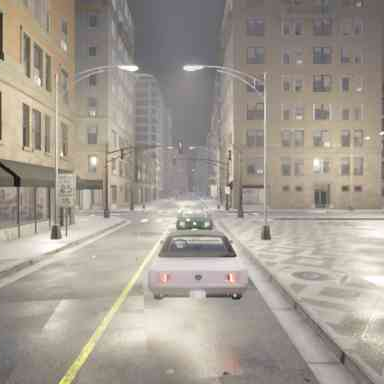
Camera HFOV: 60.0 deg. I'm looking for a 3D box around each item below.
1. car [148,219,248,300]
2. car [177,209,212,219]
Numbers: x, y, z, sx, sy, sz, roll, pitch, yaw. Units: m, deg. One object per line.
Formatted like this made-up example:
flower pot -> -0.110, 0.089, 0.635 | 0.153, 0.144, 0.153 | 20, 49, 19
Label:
car -> 0.115, 1.600, 8.354 | 1.895, 1.301, 4.718 | 0, 0, 0
car -> 0.133, 1.599, 18.589 | 1.895, 1.301, 4.718 | 0, 0, 0
